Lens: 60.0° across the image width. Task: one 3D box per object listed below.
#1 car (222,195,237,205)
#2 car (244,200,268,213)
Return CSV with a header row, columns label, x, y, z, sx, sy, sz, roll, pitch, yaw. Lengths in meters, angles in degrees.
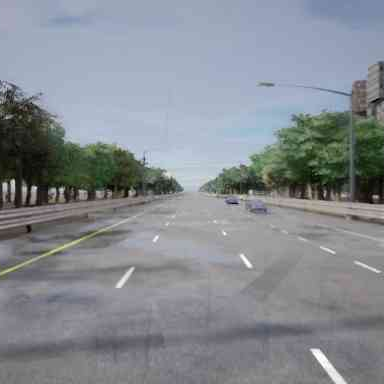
label,x,y,z,sx,sy,sz,roll,pitch,yaw
car,7.098,1.564,60.611,1.994,1.385,4.181,0,0,0
car,7.052,1.548,37.121,2.033,1.411,5.357,0,0,0
